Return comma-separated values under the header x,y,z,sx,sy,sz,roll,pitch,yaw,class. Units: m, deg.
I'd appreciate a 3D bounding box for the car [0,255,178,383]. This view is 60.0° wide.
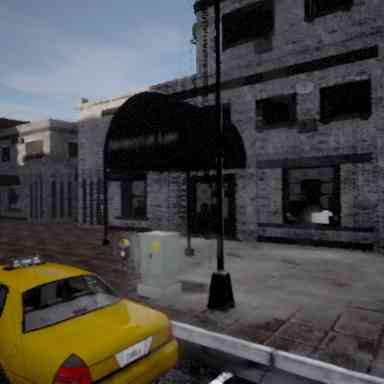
x,y,z,sx,sy,sz,roll,pitch,yaw,class
-2.449,1.567,4.625,4.829,1.417,1.752,-1,-1,35,car
